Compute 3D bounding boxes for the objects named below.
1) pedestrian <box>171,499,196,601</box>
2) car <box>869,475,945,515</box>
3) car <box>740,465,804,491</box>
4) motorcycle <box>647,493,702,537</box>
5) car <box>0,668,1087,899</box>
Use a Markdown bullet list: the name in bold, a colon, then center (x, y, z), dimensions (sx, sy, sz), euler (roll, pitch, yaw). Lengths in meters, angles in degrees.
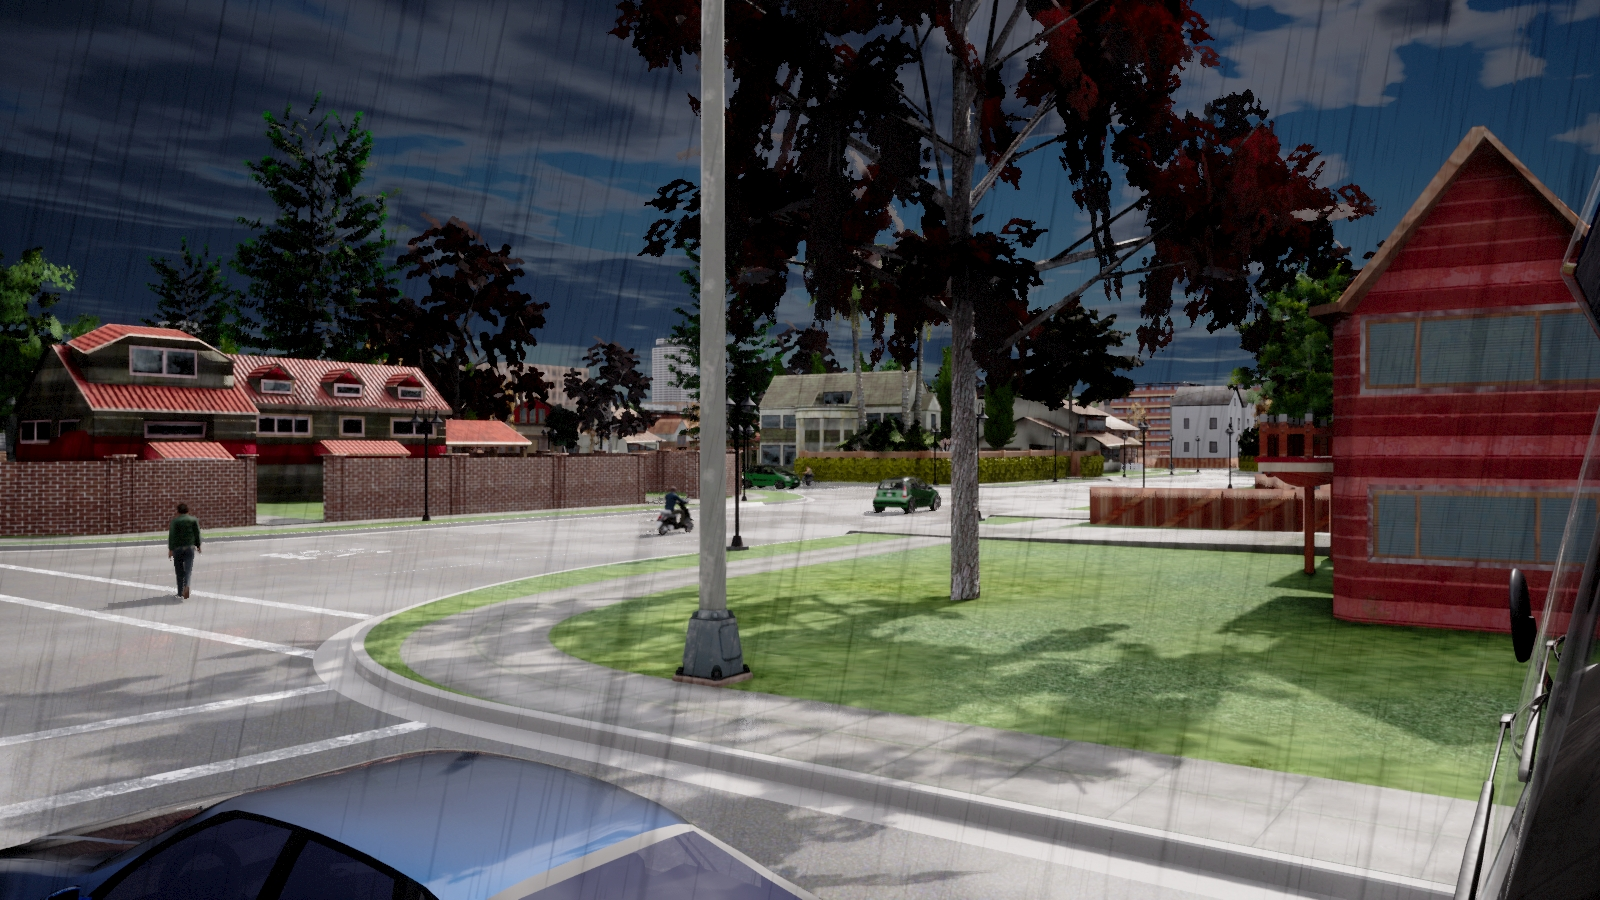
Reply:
- **pedestrian**: center (-11.517, 1.848, 21.338), dimensions (0.375, 1.860, 0.375), euler (0, 0, -35)
- **car**: center (4.866, 1.999, 51.539), dimensions (1.851, 1.617, 3.988), euler (0, 0, 31)
- **car**: center (-1.906, 1.848, 77.140), dimensions (3.988, 1.617, 1.851), euler (0, 0, 34)
- **motorcycle**: center (-4.136, 2.129, 37.821), dimensions (0.856, 1.341, 1.805), euler (0, 0, 34)
- **car**: center (-1.713, 2.106, 4.943), dimensions (5.357, 1.411, 2.033), euler (0, 0, 36)
